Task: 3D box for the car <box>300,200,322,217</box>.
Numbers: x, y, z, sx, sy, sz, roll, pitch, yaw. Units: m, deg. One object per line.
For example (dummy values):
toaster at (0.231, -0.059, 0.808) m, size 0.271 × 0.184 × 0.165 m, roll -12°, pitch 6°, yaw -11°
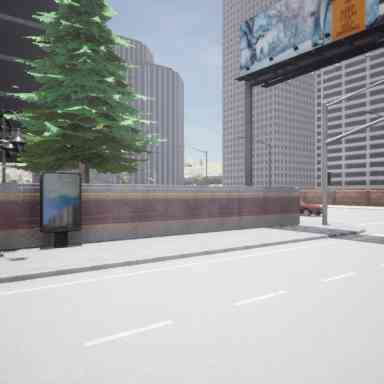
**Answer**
car at (10.238, 1.478, 32.138) m, size 1.882 × 1.535 × 5.008 m, roll 0°, pitch 0°, yaw -35°
